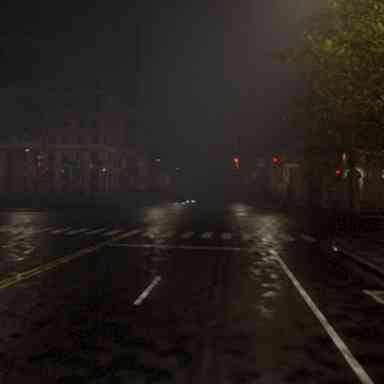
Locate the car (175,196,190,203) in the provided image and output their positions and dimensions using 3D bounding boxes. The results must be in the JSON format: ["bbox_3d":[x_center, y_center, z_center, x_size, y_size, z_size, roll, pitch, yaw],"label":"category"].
[{"bbox_3d":[-2.299,1.493,71.047,1.882,1.535,5.008,1,0,7],"label":"car"}]

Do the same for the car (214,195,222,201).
[{"bbox_3d":[6.766,1.602,86.698,2.128,1.511,4.902,1,0,7],"label":"car"}]

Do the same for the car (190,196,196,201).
[{"bbox_3d":[-0.216,1.650,87.296,1.895,1.301,4.718,1,0,7],"label":"car"}]

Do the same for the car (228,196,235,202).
[{"bbox_3d":[10.238,1.651,86.253,2.128,1.511,4.902,1,0,7],"label":"car"}]
